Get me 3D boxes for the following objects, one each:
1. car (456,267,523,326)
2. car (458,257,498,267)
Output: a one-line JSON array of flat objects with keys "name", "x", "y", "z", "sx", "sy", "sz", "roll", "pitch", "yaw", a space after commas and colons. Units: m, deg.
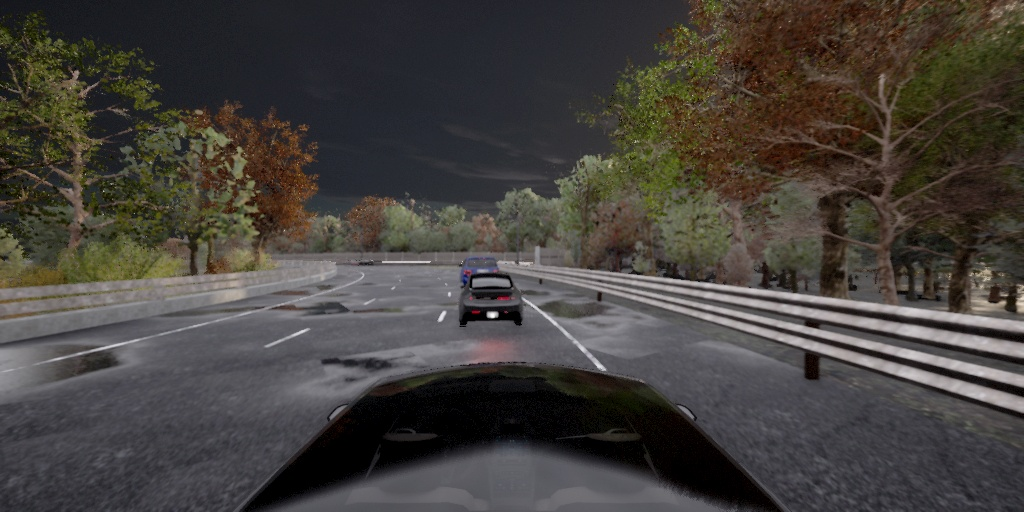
[{"name": "car", "x": -0.767, "y": 1.296, "z": 11.924, "sx": 1.837, "sy": 1.490, "sz": 4.892, "roll": 0, "pitch": 0, "yaw": -6}, {"name": "car", "x": -2.055, "y": 1.051, "z": 21.939, "sx": 2.150, "sy": 2.045, "sz": 5.566, "roll": 0, "pitch": 0, "yaw": -10}]
